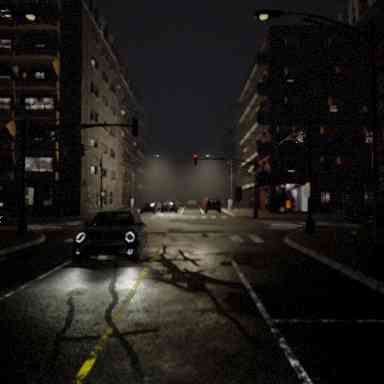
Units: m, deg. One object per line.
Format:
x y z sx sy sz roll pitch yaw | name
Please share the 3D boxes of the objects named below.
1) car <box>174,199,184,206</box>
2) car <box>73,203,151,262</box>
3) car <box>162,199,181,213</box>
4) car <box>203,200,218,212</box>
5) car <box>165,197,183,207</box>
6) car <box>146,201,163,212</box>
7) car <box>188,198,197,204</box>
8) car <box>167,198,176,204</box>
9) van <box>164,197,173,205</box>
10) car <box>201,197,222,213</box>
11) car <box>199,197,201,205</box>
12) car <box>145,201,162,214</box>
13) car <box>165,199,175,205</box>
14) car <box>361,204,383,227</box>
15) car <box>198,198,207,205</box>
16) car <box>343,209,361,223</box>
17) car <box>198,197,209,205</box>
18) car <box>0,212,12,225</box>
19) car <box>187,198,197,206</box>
-2.725 2.208 71.091 2.033 1.411 5.357 0 -1 0 | car
-2.867 1.464 12.559 2.097 1.767 4.553 0 -1 -3 | car
-2.826 1.931 41.918 1.994 1.385 4.181 0 0 0 | car
2.597 1.942 47.423 1.752 1.417 4.829 1 -1 0 | car
-2.815 1.953 50.797 1.837 1.490 4.892 0 -1 0 | car
-5.284 1.980 47.211 1.947 1.339 4.313 1 0 0 | car
0.029 2.167 81.703 2.128 1.511 4.902 0 -1 0 | car
-5.273 2.395 85.973 1.752 1.417 4.829 1 -1 0 | car
-5.273 2.060 75.019 1.690 1.788 3.998 1 -1 0 | van
2.599 1.680 41.696 2.192 1.841 5.009 1 -1 0 | car
2.601 1.783 52.820 2.192 1.841 5.009 1 -1 0 | car
-5.286 1.931 41.650 1.947 1.339 4.313 1 0 0 | car
-5.275 2.346 80.581 2.008 1.369 4.403 1 -1 0 | car
13.751 1.620 21.410 4.403 1.369 2.008 0 -2 0 | car
2.606 2.236 80.615 1.967 1.590 4.097 1 -1 0 | car
14.859 1.703 26.824 5.008 1.535 1.882 0 -2 0 | car
2.606 2.035 75.053 2.192 1.841 5.009 1 -1 0 | car
-15.673 1.704 24.003 5.008 1.535 1.882 0 -2 -1 | car
0.025 2.141 71.278 1.882 1.535 5.008 0 -1 0 | car
